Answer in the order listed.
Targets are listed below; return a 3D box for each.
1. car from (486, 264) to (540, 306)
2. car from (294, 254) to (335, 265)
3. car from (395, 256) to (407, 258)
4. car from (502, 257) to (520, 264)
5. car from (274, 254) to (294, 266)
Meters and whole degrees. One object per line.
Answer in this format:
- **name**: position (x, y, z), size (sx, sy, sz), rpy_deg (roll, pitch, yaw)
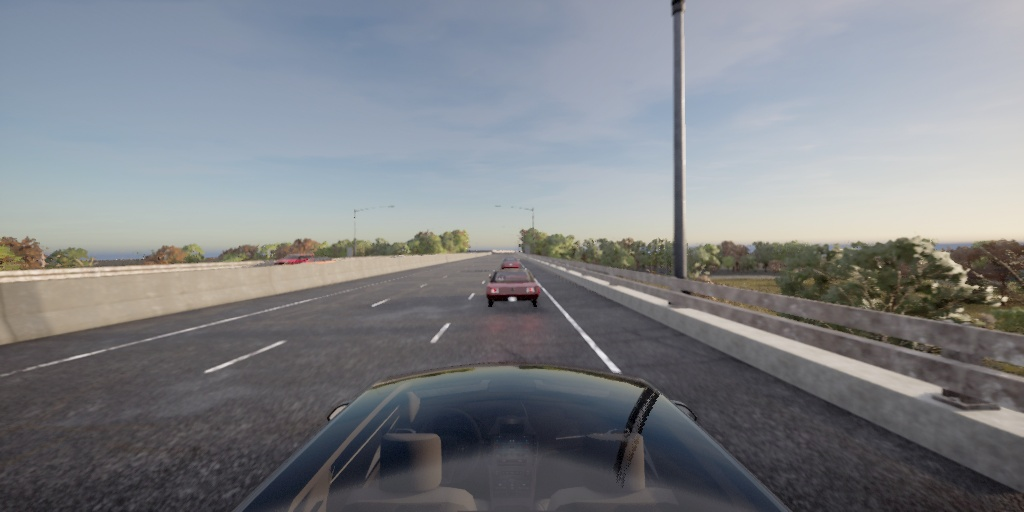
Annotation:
- **car**: position (0.019, 1.174, 14.508), size (1.895, 1.301, 4.718), rpy_deg (-1, 1, 0)
- **car**: position (-21.296, 0.863, 39.466), size (2.097, 1.767, 4.553), rpy_deg (-1, 1, 0)
- **car**: position (-17.818, 0.713, 57.048), size (2.128, 1.511, 4.902), rpy_deg (-1, 1, -5)
- **car**: position (-0.120, 0.805, 38.450), size (1.994, 1.385, 4.181), rpy_deg (-1, 1, 0)
- **car**: position (-24.796, 0.755, 41.286), size (2.150, 2.045, 5.566), rpy_deg (-1, 1, 0)
